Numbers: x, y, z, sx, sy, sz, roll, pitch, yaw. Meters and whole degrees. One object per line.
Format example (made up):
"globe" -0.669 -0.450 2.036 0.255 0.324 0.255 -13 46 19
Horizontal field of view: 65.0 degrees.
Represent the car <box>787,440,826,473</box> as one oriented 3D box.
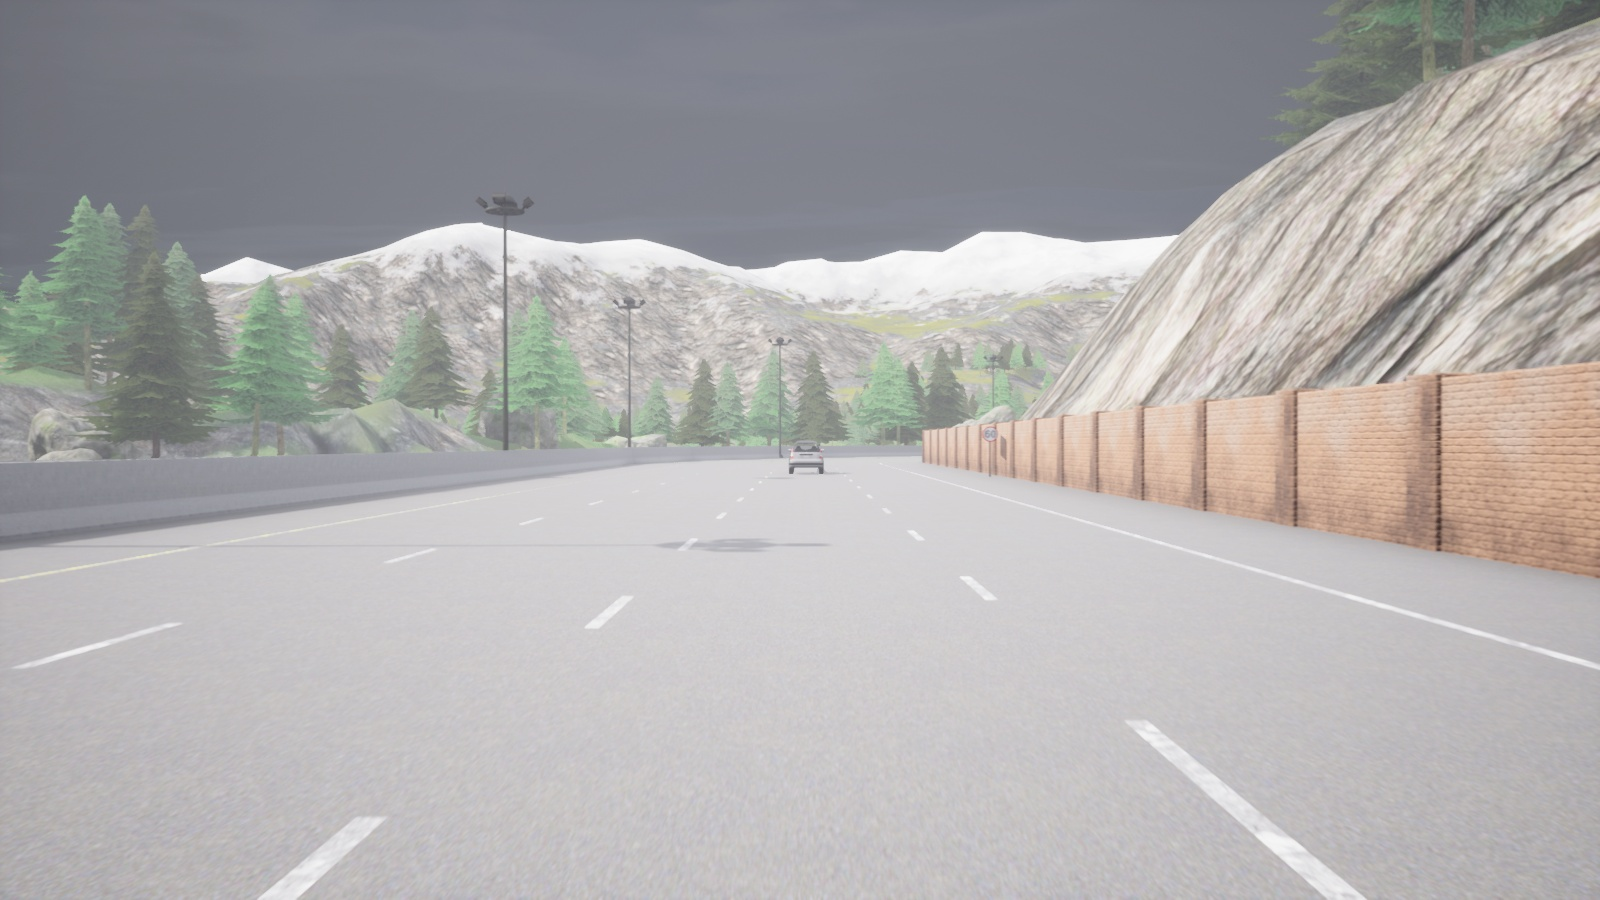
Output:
"car" 0.320 0.291 62.708 1.851 1.617 3.988 0 0 0
